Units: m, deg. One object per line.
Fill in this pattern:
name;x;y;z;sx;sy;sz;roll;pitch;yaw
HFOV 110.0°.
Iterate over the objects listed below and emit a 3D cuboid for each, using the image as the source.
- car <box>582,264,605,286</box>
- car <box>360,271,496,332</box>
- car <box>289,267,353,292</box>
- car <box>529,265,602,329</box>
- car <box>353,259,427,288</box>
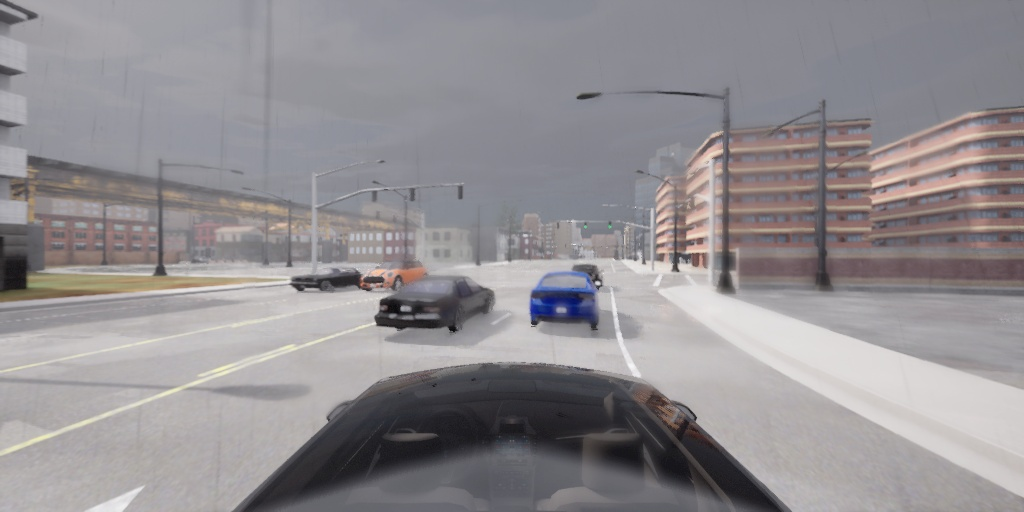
car;4.733;1.264;22.759;1.837;1.490;4.892;0;0;18
car;-1.970;1.291;10.891;2.033;1.411;5.357;0;0;12
car;-10.464;1.314;21.040;1.895;1.301;4.718;0;0;15
car;1.788;1.235;11.520;1.882;1.535;5.008;0;0;12
car;-6.800;1.000;21.171;2.097;1.767;4.553;0;0;15
